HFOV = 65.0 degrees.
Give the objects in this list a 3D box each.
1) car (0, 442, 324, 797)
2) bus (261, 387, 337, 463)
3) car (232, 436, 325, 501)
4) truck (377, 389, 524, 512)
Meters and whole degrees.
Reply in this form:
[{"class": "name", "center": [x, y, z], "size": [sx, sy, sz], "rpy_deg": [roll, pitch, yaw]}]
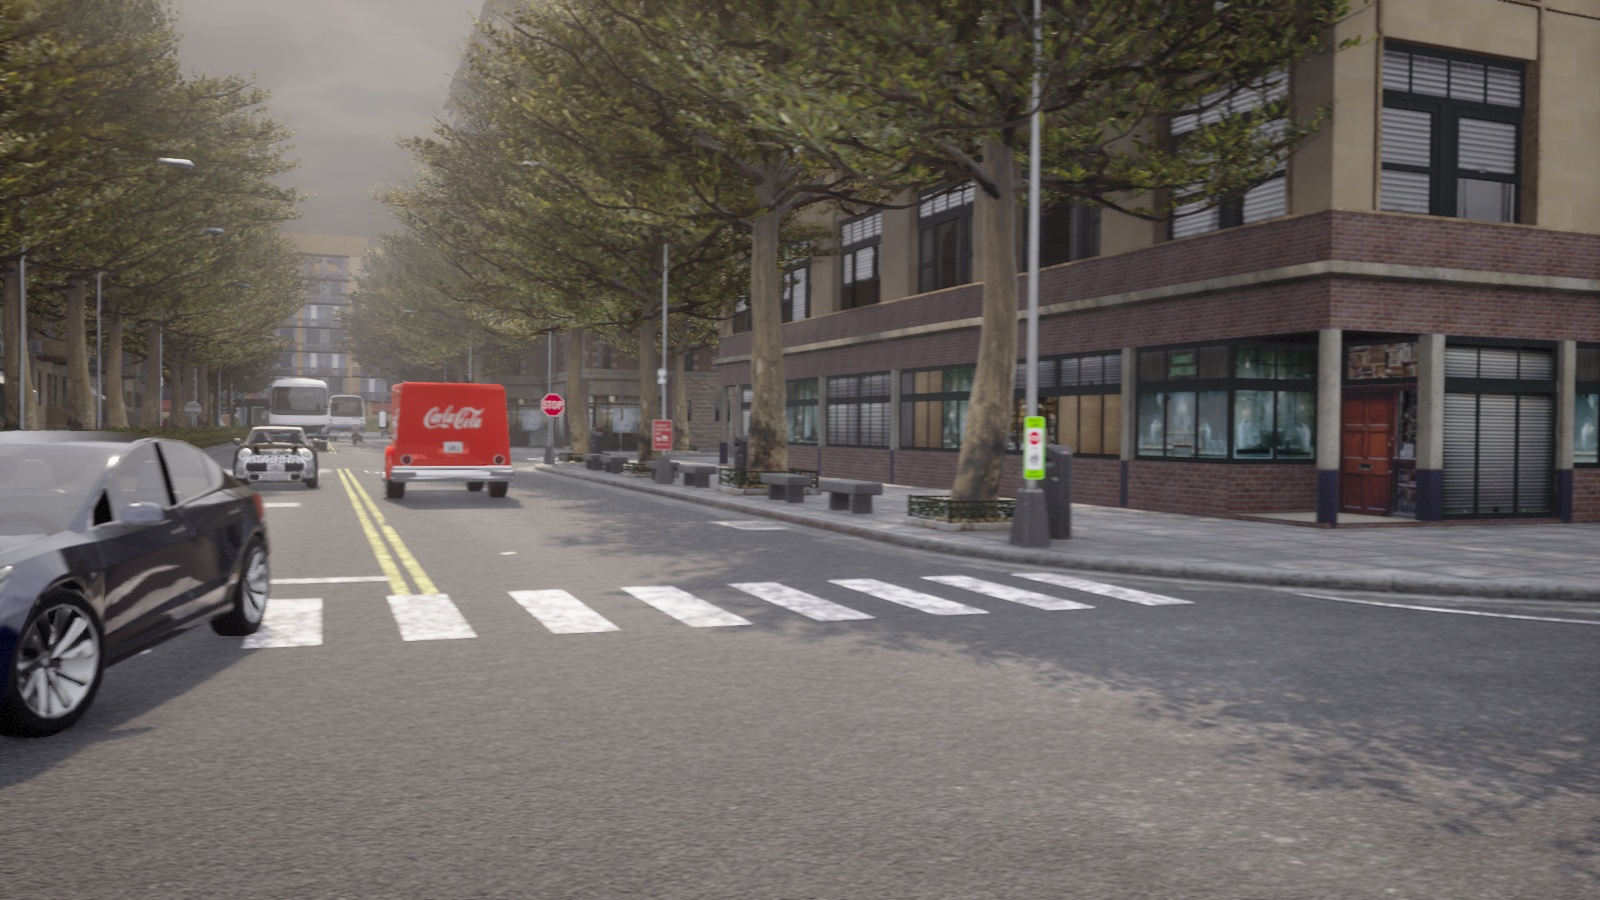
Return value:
[{"class": "car", "center": [-4.682, 0.724, 7.659], "size": [2.163, 1.488, 4.792], "rpy_deg": [-1, 1, -6]}, {"class": "bus", "center": [-30.217, -1.489, 76.007], "size": [3.944, 4.253, 10.273], "rpy_deg": [-1, 1, -21]}, {"class": "car", "center": [-12.812, 0.398, 30.996], "size": [1.970, 1.475, 3.806], "rpy_deg": [-1, 1, -21]}, {"class": "truck", "center": [-7.911, -0.053, 28.005], "size": [2.627, 2.467, 5.204], "rpy_deg": [-1, 1, -21]}]
